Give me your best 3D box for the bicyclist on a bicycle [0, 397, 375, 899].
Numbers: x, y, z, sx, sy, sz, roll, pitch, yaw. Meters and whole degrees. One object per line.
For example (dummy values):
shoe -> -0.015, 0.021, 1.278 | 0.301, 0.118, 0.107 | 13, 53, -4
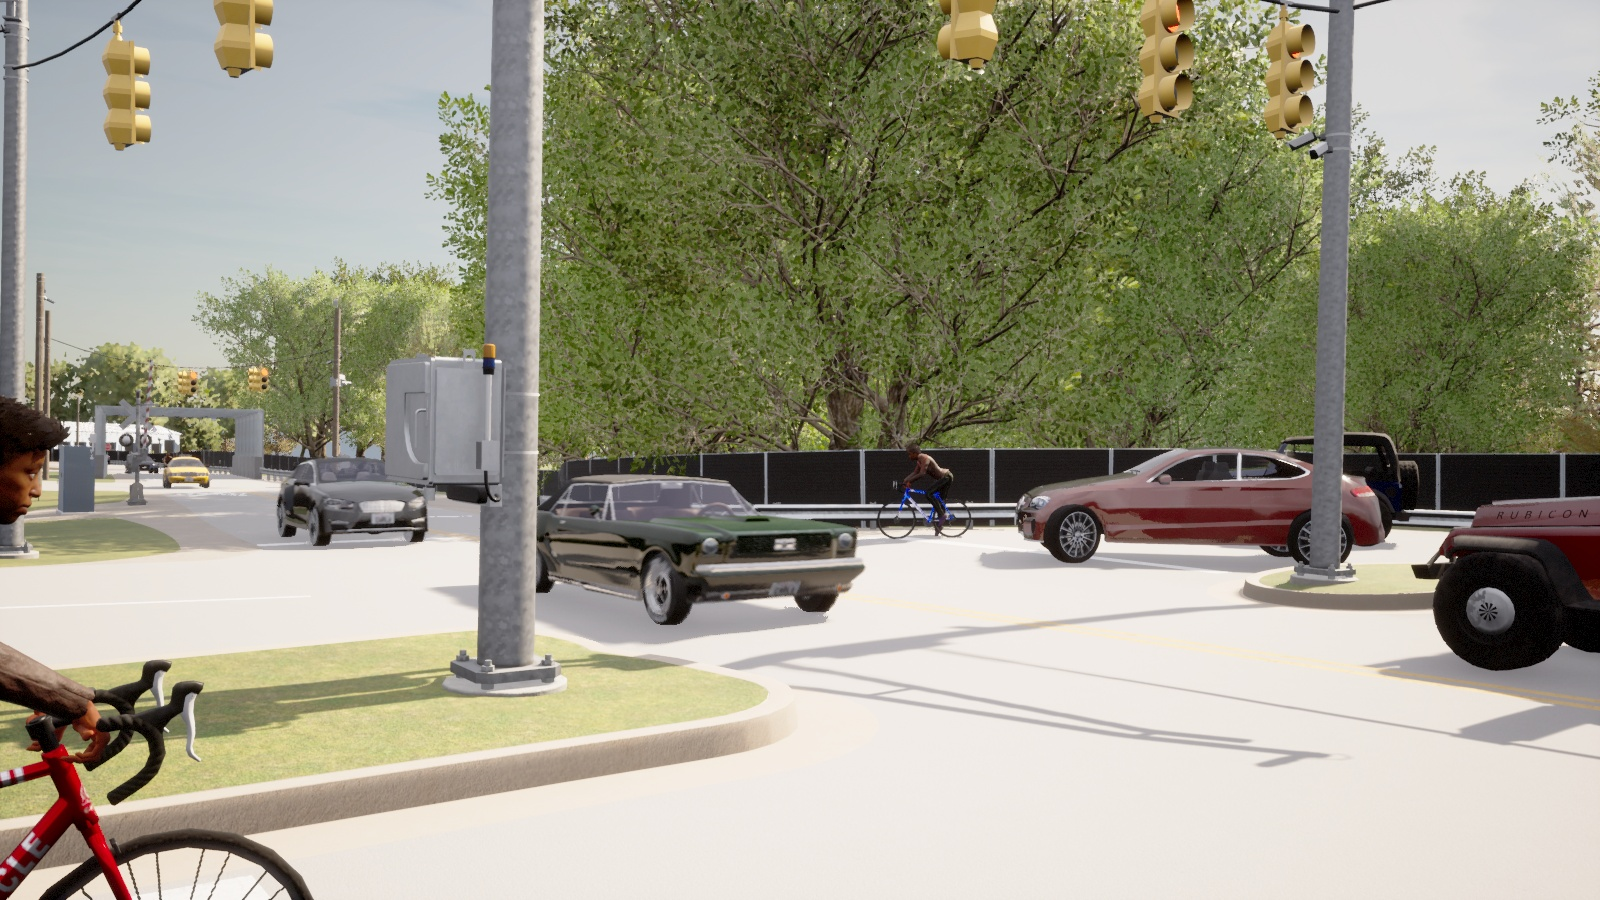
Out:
bicyclist on a bicycle -> -1.752, 0.713, 2.437 | 1.656, 1.620, 0.582 | 0, 0, -36

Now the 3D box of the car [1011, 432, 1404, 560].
car -> 5.657, 0.594, 18.098 | 5.027, 1.651, 2.152 | 1, 1, 6

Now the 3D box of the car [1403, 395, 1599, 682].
car -> 6.358, 0.580, 8.264 | 1.905, 1.878, 3.866 | 1, -1, -35

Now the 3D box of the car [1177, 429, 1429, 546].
car -> 8.580, 0.580, 21.696 | 3.866, 1.878, 1.905 | 1, 1, 19

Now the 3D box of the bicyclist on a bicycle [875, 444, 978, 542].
bicyclist on a bicycle -> 2.175, 0.723, 21.665 | 1.656, 1.620, 0.582 | -1, 1, -3

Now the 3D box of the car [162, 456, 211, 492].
car -> -28.724, 1.092, 58.739 | 1.801, 1.575, 5.366 | 0, 0, -29

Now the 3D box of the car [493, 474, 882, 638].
car -> -1.372, 0.923, 12.883 | 1.895, 1.301, 4.718 | 0, 0, -35

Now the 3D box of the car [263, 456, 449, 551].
car -> -8.193, 0.887, 22.847 | 2.128, 1.511, 4.902 | 0, 0, -33
